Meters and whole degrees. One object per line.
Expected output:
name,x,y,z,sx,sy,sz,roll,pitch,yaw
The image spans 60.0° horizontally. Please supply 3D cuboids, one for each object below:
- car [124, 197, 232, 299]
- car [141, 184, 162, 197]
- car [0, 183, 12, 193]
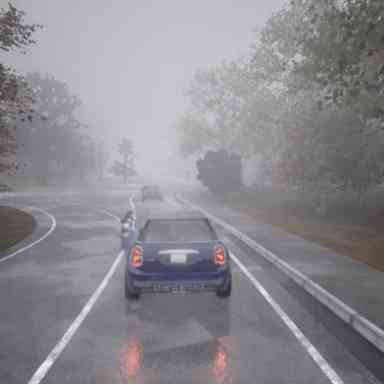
car,-0.384,1.187,8.301,2.097,1.767,4.553,0,2,-4
car,-3.795,-0.023,31.266,2.033,1.411,5.357,-1,5,-9
car,-22.423,-0.710,36.782,4.553,1.767,2.097,1,5,12
